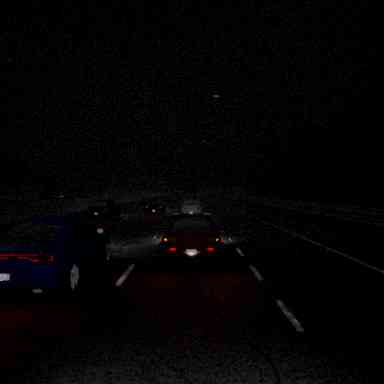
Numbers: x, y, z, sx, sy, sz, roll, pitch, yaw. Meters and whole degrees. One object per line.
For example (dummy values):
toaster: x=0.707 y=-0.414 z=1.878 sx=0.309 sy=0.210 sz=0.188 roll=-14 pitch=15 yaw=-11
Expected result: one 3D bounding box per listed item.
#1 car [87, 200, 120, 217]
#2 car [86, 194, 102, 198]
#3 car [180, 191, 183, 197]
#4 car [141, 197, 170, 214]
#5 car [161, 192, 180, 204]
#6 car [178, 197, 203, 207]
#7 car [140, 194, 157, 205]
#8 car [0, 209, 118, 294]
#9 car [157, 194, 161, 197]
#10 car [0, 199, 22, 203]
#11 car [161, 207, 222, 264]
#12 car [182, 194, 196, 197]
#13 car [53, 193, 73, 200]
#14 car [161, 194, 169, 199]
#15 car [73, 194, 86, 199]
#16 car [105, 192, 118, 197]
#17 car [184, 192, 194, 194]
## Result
car: x=-7.037 y=1.389 z=26.655 sx=1.812 sy=1.442 sz=4.674 roll=0 pitch=0 yaw=0
car: x=-21.096 y=1.115 z=73.115 sx=1.994 sy=1.385 sz=4.181 roll=0 pitch=0 yaw=0
car: x=-3.594 y=0.932 z=71.711 sx=2.150 sy=2.045 sz=5.566 roll=0 pitch=0 yaw=0
car: x=-3.545 y=1.441 z=32.969 sx=1.895 sy=1.301 sz=4.718 roll=0 pitch=0 yaw=0
car: x=-3.575 y=1.124 z=56.284 sx=2.097 sy=1.767 sz=4.553 roll=0 pitch=0 yaw=0
car: x=-0.038 y=1.383 z=27.564 sx=1.812 sy=1.442 sz=4.674 roll=0 pitch=0 yaw=0
car: x=-7.069 y=1.312 z=52.742 sx=1.812 sy=1.442 sz=4.674 roll=0 pitch=0 yaw=0
car: x=-3.514 y=1.424 z=8.682 sx=1.882 sy=1.535 sz=5.008 roll=0 pitch=0 yaw=0
car: x=-7.094 y=1.234 z=71.667 sx=2.128 sy=1.511 sz=4.902 roll=0 pitch=0 yaw=0
car: x=-17.615 y=1.399 z=31.812 sx=2.033 sy=1.411 sz=5.357 roll=0 pitch=0 yaw=0
car: x=-0.017 y=1.455 z=11.372 sx=1.812 sy=1.442 sz=4.674 roll=0 pitch=0 yaw=0
car: x=-0.065 y=1.351 z=46.452 sx=2.033 sy=1.411 sz=5.357 roll=0 pitch=0 yaw=0
car: x=-28.094 y=0.953 z=71.745 sx=2.097 sy=1.767 sz=4.553 roll=0 pitch=0 yaw=0
car: x=-7.114 y=1.175 z=87.753 sx=1.994 sy=1.385 sz=4.181 roll=0 pitch=0 yaw=0
car: x=-24.596 y=1.104 z=73.110 sx=2.033 sy=1.411 sz=5.357 roll=0 pitch=0 yaw=0
car: x=-17.596 y=0.916 z=73.148 sx=2.097 sy=1.767 sz=4.553 roll=0 pitch=0 yaw=0
car: x=-0.094 y=1.231 z=71.665 sx=2.128 sy=1.511 sz=4.902 roll=0 pitch=0 yaw=0
